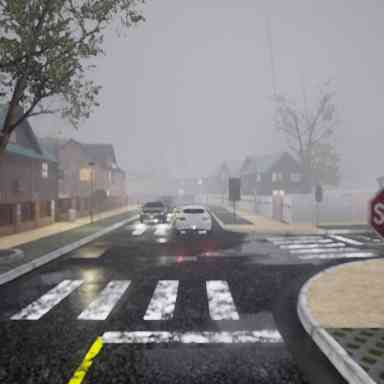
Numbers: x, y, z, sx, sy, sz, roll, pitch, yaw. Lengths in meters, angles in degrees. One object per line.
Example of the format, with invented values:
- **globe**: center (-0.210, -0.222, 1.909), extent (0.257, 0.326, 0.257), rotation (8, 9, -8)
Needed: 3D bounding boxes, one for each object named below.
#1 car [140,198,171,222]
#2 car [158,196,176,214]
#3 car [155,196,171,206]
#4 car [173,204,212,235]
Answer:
- **car**: center (-2.841, 1.447, 25.311), extent (1.812, 1.442, 4.674), rotation (0, 0, -1)
- **car**: center (-2.916, 1.457, 34.341), extent (1.994, 1.385, 4.181), rotation (0, 0, -1)
- **car**: center (-4.820, 1.437, 54.324), extent (1.812, 1.442, 4.674), rotation (0, 0, -16)
- **car**: center (0.088, 1.466, 18.440), extent (1.812, 1.442, 4.674), rotation (0, 0, 0)
